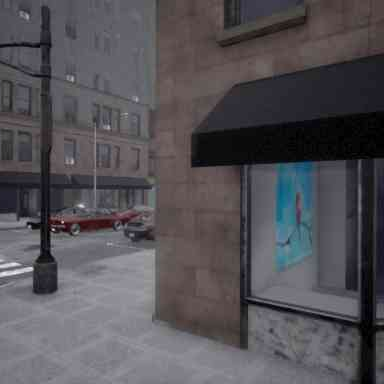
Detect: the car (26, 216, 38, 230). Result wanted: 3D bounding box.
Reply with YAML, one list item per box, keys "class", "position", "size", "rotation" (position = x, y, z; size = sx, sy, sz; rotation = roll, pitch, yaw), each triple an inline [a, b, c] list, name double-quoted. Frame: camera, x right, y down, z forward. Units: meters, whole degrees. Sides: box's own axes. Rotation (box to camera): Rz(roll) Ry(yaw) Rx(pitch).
- class: "car"
  position: [-7.795, 1.563, 20.335]
  size: [1.947, 1.339, 4.313]
  rotation: [0, 0, 35]

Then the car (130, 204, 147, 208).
- class: "car"
  position: [-4.503, 1.583, 24.966]
  size: [1.802, 1.307, 4.206]
  rotation: [0, 0, 35]

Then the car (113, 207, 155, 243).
- class: "car"
  position: [-1.253, 1.573, 15.686]
  size: [2.008, 1.369, 4.403]
  rotation: [0, 0, 35]

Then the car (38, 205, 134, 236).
- class: "car"
  position: [-5.797, 1.606, 18.767]
  size: [1.895, 1.301, 4.718]
  rotation: [0, 0, 35]
